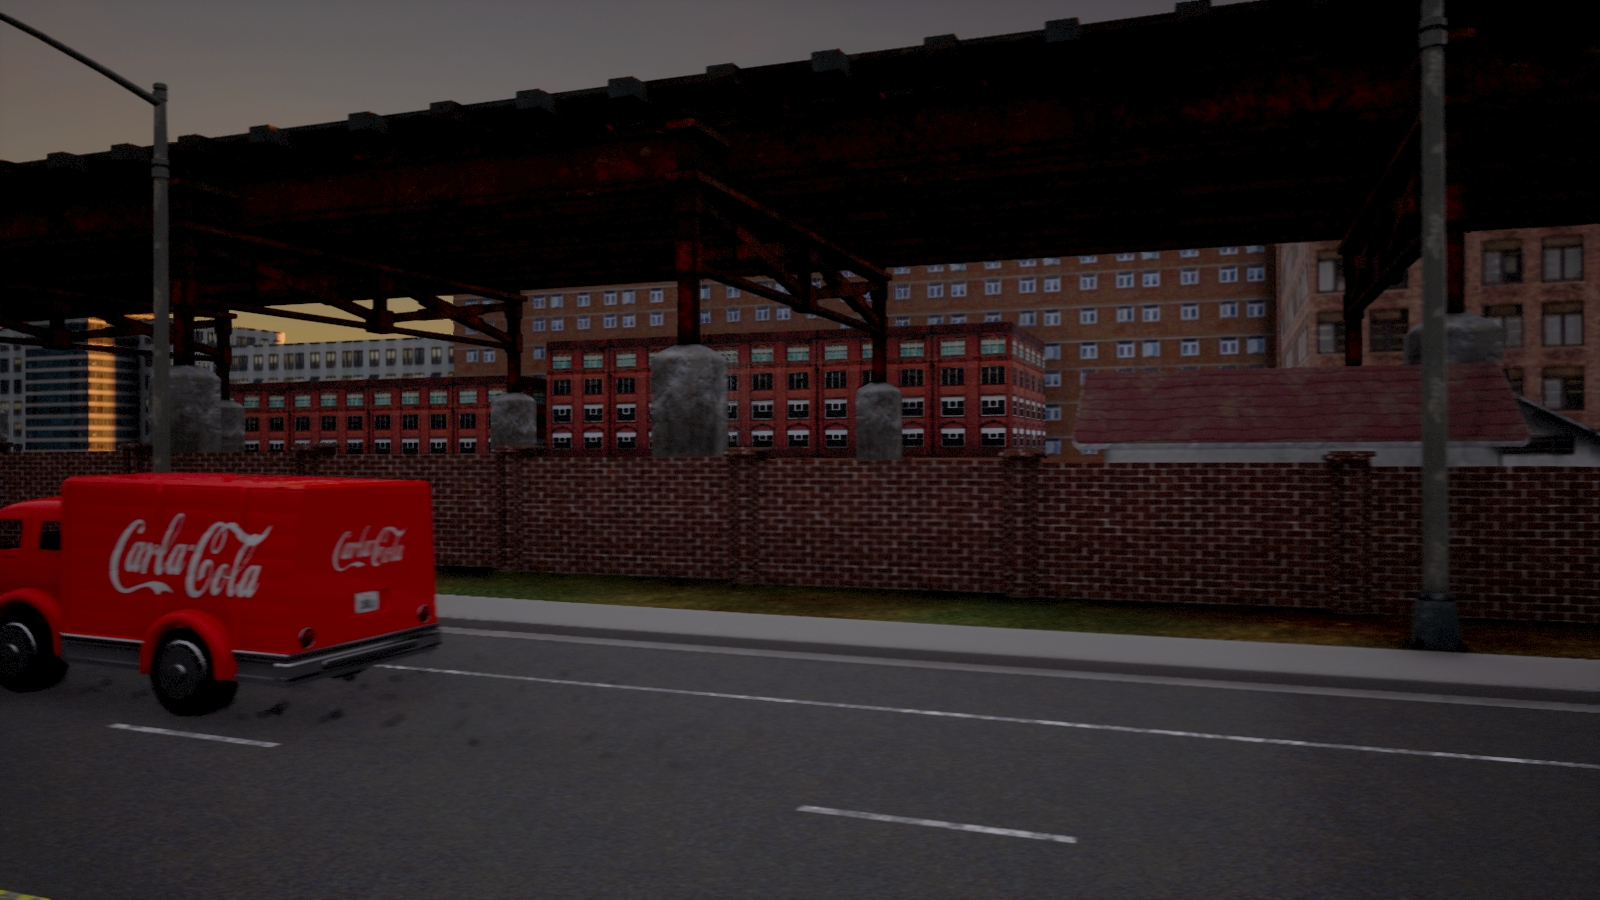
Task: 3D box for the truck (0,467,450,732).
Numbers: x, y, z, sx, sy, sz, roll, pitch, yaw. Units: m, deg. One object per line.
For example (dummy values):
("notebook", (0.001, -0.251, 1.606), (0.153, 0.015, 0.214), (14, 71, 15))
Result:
("truck", (-7.092, 1.499, 13.331), (5.204, 2.467, 2.627), (1, 0, 20))
